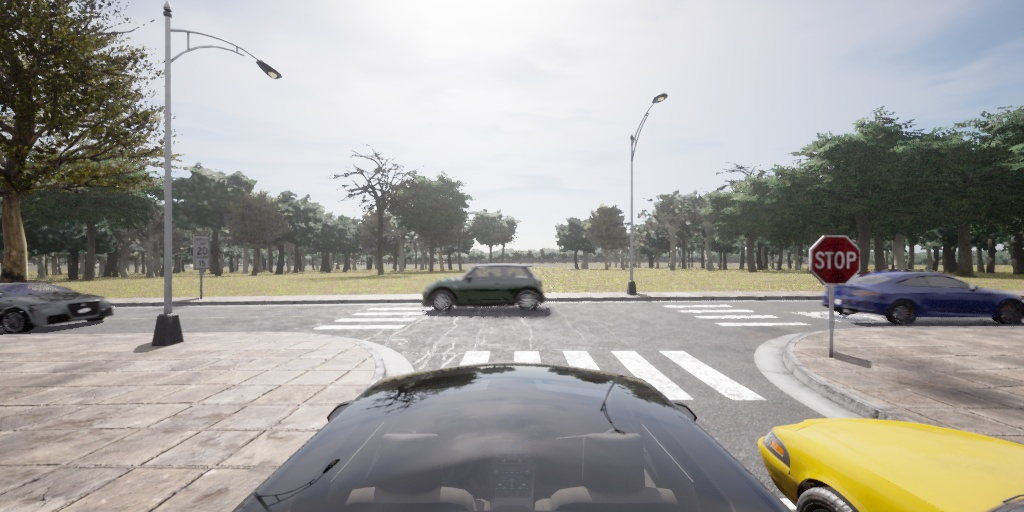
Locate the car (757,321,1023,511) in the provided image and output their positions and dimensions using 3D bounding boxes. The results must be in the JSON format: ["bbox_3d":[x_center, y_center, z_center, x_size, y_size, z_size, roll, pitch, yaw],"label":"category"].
[{"bbox_3d":[2.628,1.275,0.614,1.751,1.417,4.829,0,0,0],"label":"car"}]

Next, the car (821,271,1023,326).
[{"bbox_3d":[11.776,1.153,10.468,4.674,1.442,1.812,0,0,1],"label":"car"}]

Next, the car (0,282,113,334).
[{"bbox_3d":[-14.855,1.491,10.801,4.181,1.385,1.994,-1,0,1],"label":"car"}]

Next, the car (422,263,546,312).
[{"bbox_3d":[-1.036,1.087,13.577,4.553,1.767,2.097,-1,0,1],"label":"car"}]
